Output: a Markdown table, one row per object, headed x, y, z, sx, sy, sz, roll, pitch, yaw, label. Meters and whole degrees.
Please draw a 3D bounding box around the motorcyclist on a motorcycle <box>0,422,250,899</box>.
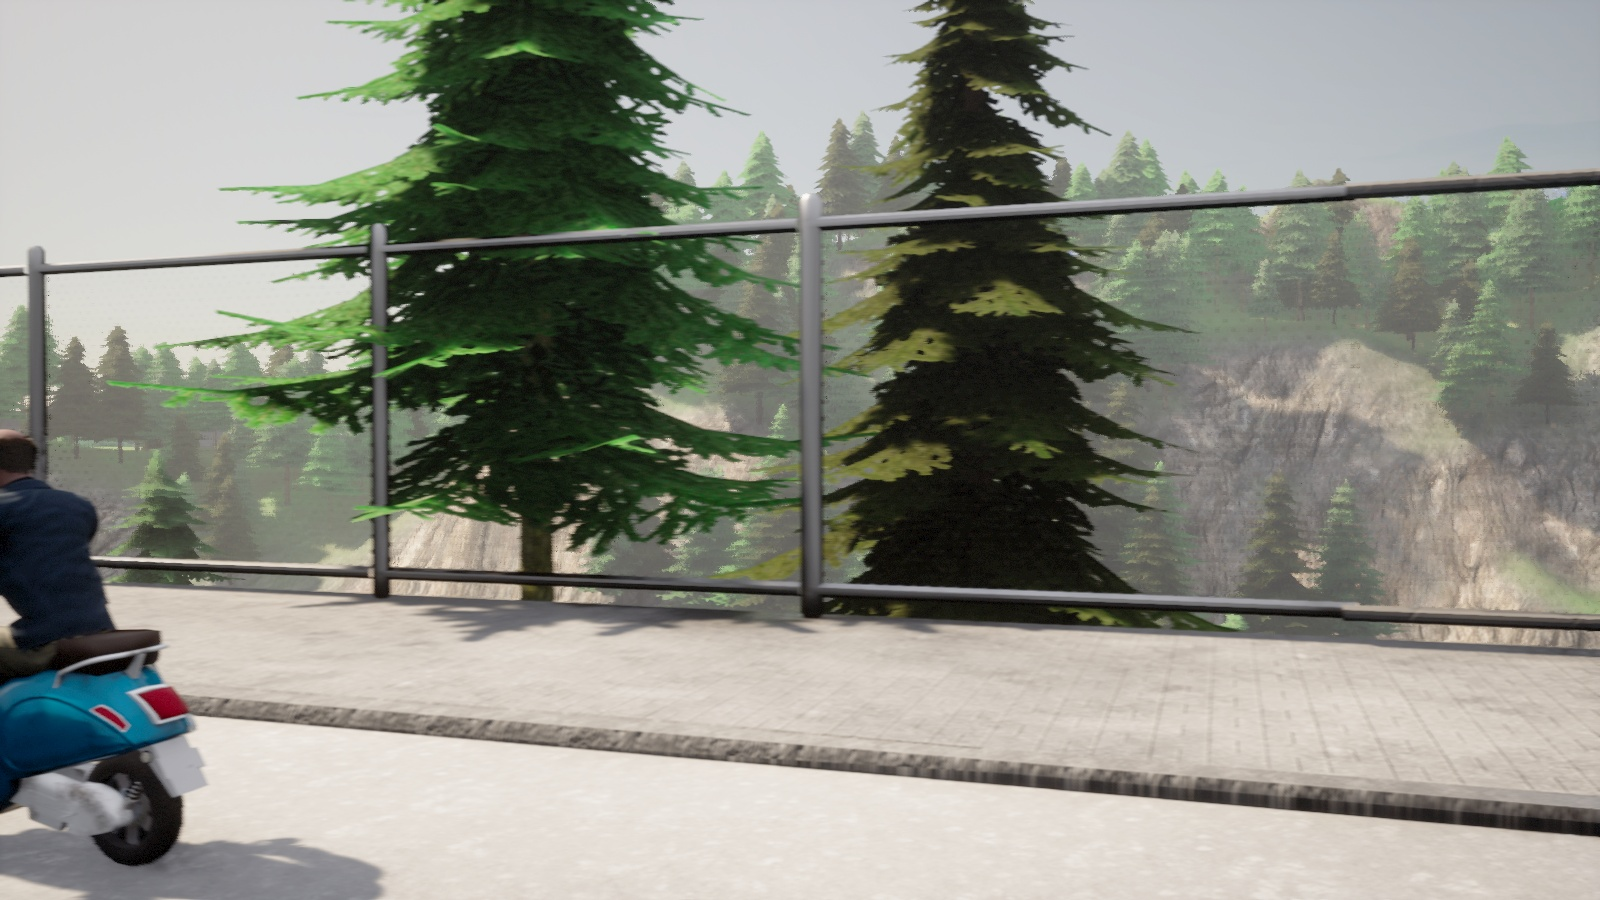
| x | y | z | sx | sy | sz | roll | pitch | yaw | label |
| --- | --- | --- | --- | --- | --- | --- | --- | --- | --- |
| -3.148 | 0.692 | 4.777 | 1.817 | 1.590 | 0.866 | 1 | 1 | 19 | motorcyclist on a motorcycle |
